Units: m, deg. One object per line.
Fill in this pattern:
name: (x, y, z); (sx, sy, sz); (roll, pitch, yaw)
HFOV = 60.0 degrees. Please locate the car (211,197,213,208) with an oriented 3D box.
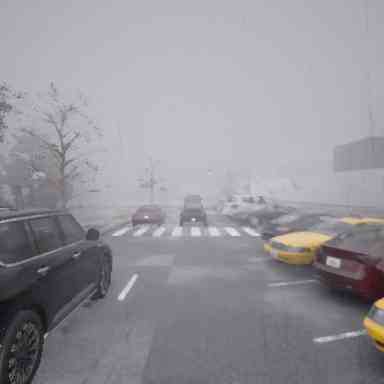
car: (5.091, 1.594, 37.449); (4.792, 1.488, 2.163); (1, -1, -20)

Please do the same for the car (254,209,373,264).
car: (4.895, 1.478, 10.531); (5.366, 1.575, 1.946); (1, 0, -20)

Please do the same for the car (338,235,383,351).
car: (4.895, 1.485, 4.565); (5.366, 1.575, 1.946); (1, 0, -20)

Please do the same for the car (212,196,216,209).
car: (5.239, 1.547, 34.519); (5.366, 1.575, 1.946); (1, -1, -20)

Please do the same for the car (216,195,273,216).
car: (5.096, 1.255, 25.522); (5.566, 2.045, 2.435); (1, 0, -20)

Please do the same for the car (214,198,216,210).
car: (5.059, 1.534, 31.471); (4.892, 1.521, 2.231); (1, -1, -20)

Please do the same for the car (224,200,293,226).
car: (5.077, 1.499, 22.520); (4.892, 1.521, 2.231); (1, 0, -20)

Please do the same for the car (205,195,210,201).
car: (4.892, 1.593, 43.334); (5.366, 1.575, 1.946); (1, 0, -20)

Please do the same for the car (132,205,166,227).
car: (-2.903, 1.572, 23.193); (1.994, 1.385, 4.181); (0, 0, 0)

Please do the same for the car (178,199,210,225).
car: (0.096, 1.516, 23.925); (1.837, 1.490, 4.892); (0, 0, 0)

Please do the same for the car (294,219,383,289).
car: (5.095, 1.517, 7.627); (4.792, 1.488, 2.163); (1, 0, -20)

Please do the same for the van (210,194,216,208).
van: (4.959, 1.354, 40.377); (4.442, 1.987, 1.878); (1, 0, -20)

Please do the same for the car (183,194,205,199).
car: (0.095, 1.313, 40.641); (2.150, 2.045, 5.566); (0, 0, 0)

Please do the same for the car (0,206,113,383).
car: (-2.887, 1.218, 5.218); (2.150, 2.045, 5.566); (0, 0, 0)

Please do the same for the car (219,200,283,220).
car: (5.072, 1.518, 28.486); (5.008, 1.535, 2.097); (1, 0, -20)

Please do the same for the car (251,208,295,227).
car: (5.064, 1.524, 13.580); (4.674, 1.452, 2.002); (1, 0, -20)
